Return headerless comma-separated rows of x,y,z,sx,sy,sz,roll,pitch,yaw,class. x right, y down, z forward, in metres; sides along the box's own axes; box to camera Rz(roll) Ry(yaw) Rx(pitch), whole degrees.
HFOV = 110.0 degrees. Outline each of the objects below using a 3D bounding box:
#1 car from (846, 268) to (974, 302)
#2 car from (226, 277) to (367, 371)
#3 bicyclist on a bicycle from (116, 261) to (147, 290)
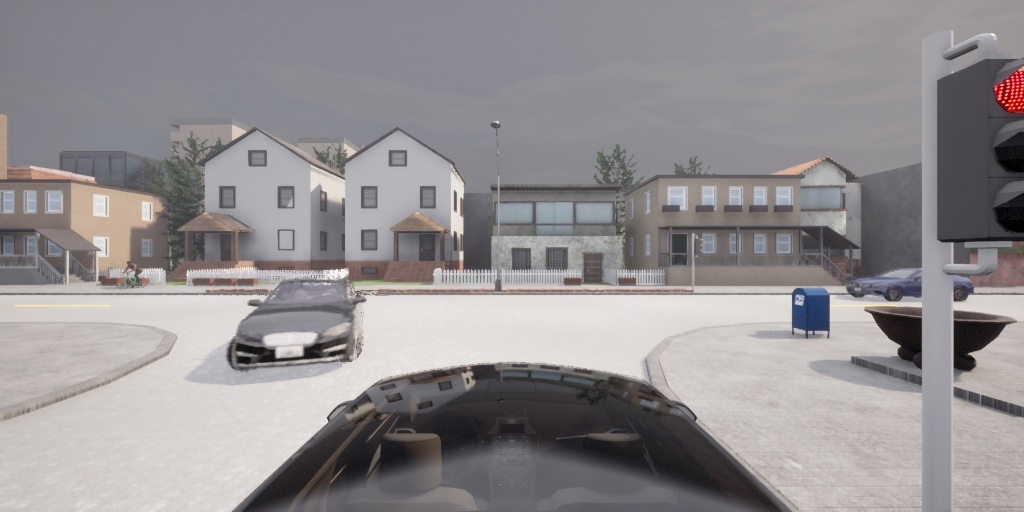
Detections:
18.185,1.276,16.451,4.674,1.442,1.812,0,0,0,car
-4.346,1.242,7.919,2.128,1.511,4.902,1,0,-21,car
-21.875,1.099,20.647,0.582,1.620,1.656,0,0,0,bicyclist on a bicycle
